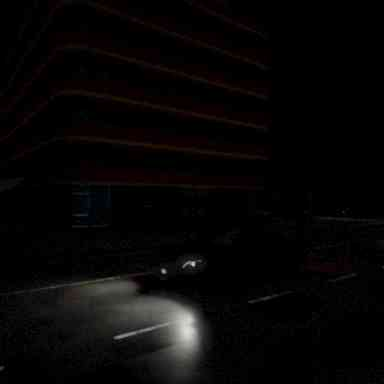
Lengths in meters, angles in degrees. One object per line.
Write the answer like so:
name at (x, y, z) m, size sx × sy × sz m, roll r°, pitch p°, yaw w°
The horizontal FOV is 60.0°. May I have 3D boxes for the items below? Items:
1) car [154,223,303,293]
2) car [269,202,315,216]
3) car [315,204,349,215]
car at (1.203, 1.615, 9.242) m, size 4.674 × 1.442 × 1.812 m, roll 1°, pitch -1°, yaw -37°
car at (11.110, 1.927, 38.337) m, size 2.128 × 1.511 × 4.902 m, roll 1°, pitch -1°, yaw -37°
car at (17.130, 2.129, 42.152) m, size 1.895 × 1.301 × 4.718 m, roll 1°, pitch -1°, yaw -36°
